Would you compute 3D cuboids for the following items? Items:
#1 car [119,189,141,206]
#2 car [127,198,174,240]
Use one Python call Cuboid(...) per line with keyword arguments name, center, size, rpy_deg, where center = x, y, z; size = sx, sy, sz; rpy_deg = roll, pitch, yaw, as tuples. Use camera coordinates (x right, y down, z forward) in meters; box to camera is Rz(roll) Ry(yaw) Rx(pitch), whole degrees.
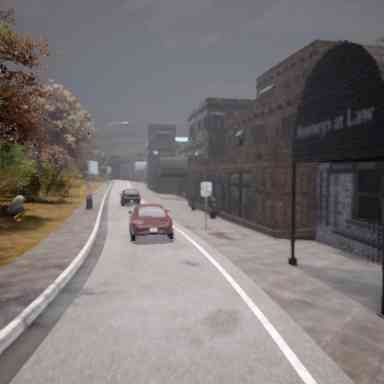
Cuboid(name="car", center=(-6.164, 0.471, 33.237), size=(1.837, 1.490, 4.892), rpy_deg=(-1, 3, -14))
Cuboid(name="car", center=(-1.985, 1.277, 15.536), size=(1.812, 1.442, 4.674), rpy_deg=(-1, 2, -11))
